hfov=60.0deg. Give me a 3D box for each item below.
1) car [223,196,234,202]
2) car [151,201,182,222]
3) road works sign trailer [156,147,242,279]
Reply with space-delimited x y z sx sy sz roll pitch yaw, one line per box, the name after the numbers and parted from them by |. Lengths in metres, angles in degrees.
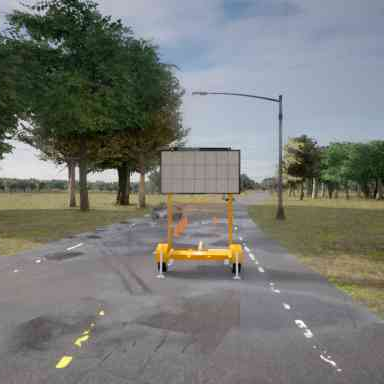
8.570 1.594 77.593 1.994 1.385 4.181 0 0 17 | car
-1.982 1.507 26.895 2.128 1.511 4.902 0 0 6 | car
0.248 0.466 10.076 2.380 3.560 2.880 0 0 3 | road works sign trailer
